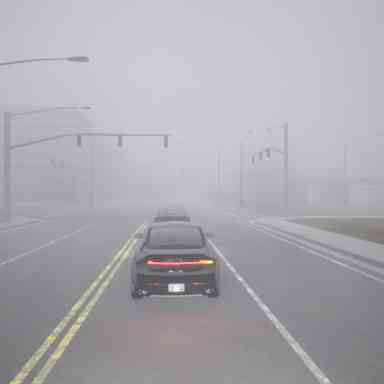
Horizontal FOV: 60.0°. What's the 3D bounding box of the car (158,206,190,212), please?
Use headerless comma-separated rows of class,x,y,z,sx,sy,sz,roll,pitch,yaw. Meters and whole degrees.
car,-1.079,1.478,17.976,1.882,1.535,5.008,0,0,-4

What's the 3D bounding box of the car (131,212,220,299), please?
car,-0.442,1.505,8.503,1.837,1.490,4.892,0,0,-4
